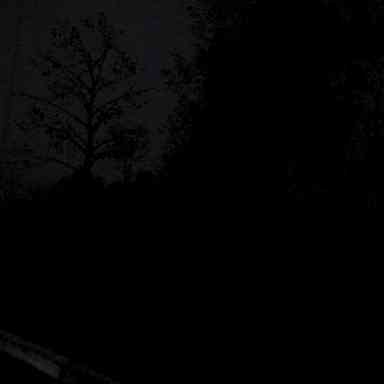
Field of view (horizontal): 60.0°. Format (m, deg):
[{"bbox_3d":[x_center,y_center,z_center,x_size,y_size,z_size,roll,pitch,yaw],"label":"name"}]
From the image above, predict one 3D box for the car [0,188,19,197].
[{"bbox_3d":[-35.078,0.011,63.024,2.097,1.767,4.553,3,-1,11],"label":"car"}]
